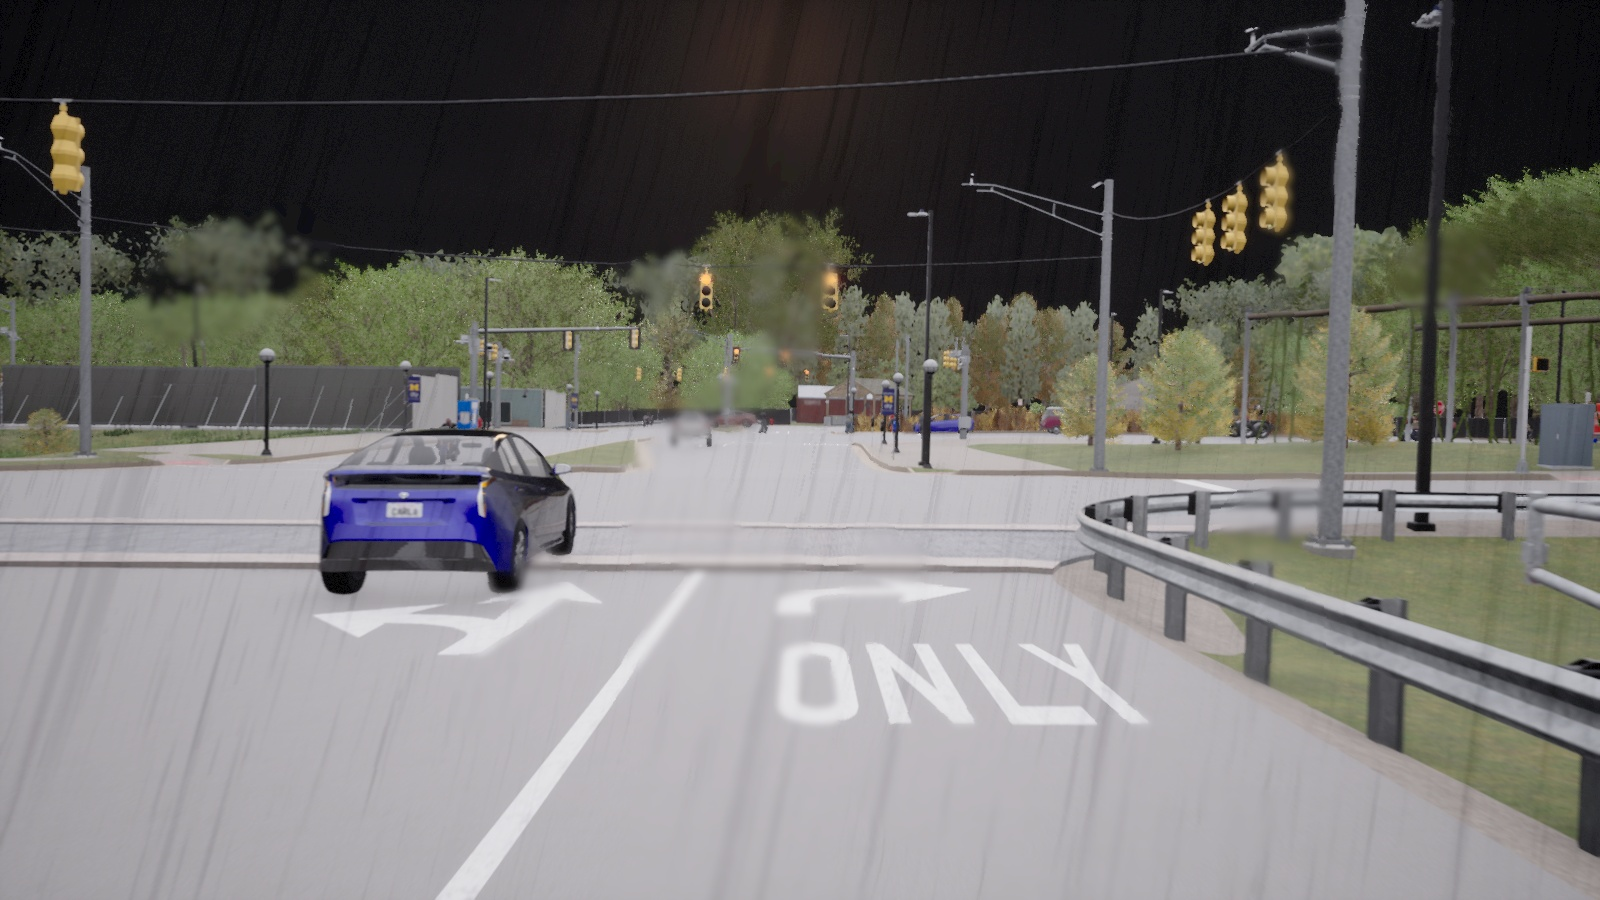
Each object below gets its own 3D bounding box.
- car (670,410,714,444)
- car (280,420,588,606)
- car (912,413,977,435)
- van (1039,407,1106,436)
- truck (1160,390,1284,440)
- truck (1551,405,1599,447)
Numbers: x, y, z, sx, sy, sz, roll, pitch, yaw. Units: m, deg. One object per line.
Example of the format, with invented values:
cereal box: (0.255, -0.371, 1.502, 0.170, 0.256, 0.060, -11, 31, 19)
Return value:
car: (-5.524, -1.199, 64.605, 2.152, 1.651, 5.027, 1, 2, -4)
car: (-3.531, 0.496, 13.085, 2.007, 1.525, 4.514, 0, 2, -2)
car: (10.468, -1.885, 91.391, 4.514, 1.525, 2.007, 0, 2, 1)
van: (19.800, -2.065, 91.406, 4.442, 1.987, 1.775, 1, 3, 0)
truck: (30.694, -2.561, 91.592, 7.936, 3.462, 2.891, 1, 3, -4)
truck: (47.973, -1.451, 74.735, 5.204, 2.467, 2.627, 1, 2, 20)
